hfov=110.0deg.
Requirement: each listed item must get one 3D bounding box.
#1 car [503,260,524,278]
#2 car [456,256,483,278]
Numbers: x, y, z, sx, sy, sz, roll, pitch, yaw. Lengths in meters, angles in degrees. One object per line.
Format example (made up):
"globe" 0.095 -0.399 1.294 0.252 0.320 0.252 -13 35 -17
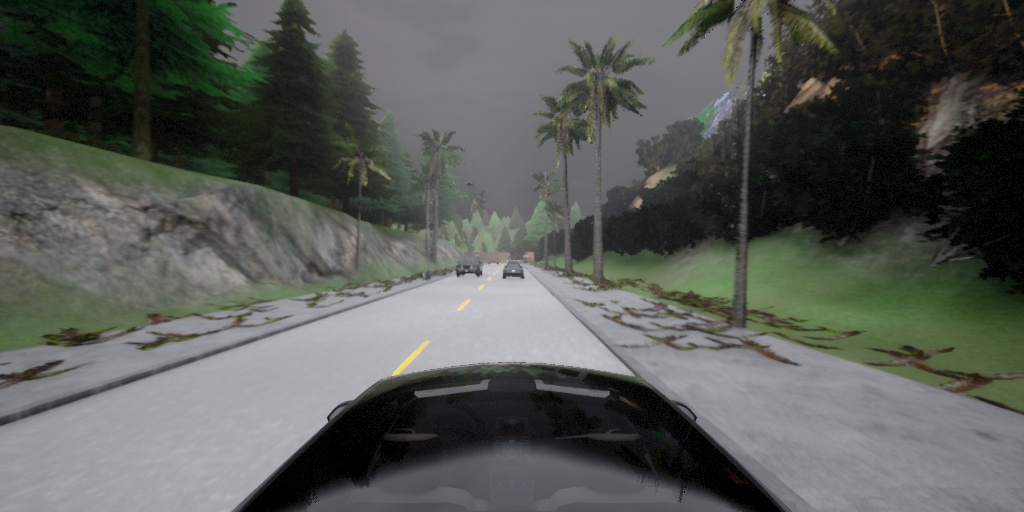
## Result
"car" 0.128 1.319 34.381 1.994 1.385 4.181 0 0 0
"car" -4.049 0.979 34.897 2.150 2.045 5.566 0 0 0
